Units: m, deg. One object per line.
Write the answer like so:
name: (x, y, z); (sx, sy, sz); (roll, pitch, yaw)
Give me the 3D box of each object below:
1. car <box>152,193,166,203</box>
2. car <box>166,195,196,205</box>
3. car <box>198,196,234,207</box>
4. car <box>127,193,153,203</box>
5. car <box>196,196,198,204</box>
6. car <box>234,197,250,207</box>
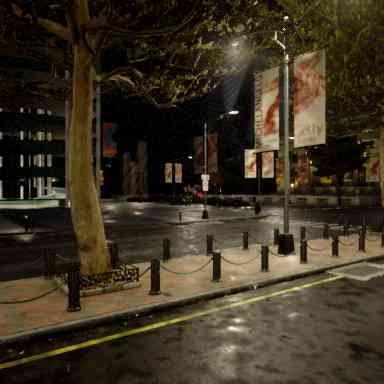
car: (-6.805, 1.224, 69.129); (5.566, 2.045, 2.150); (0, 0, 41)
car: (-1.913, 1.352, 57.747); (2.097, 1.767, 4.553); (0, 0, -37)
car: (3.522, 1.478, 50.230); (1.882, 1.535, 5.008); (0, 0, -35)
car: (-11.025, 1.548, 67.937); (5.357, 1.411, 2.033); (0, 0, 38)
car: (1.006, 1.526, 59.710); (1.812, 1.442, 4.674); (0, 0, -36)
car: (6.582, 1.547, 51.978); (2.033, 1.411, 5.357); (0, 0, -35)
